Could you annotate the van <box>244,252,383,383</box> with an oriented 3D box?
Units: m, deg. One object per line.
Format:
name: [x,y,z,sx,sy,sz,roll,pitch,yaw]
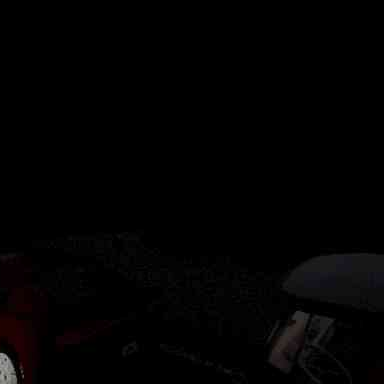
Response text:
van: [2.134,1.345,1.555,3.998,1.788,1.690,0,0,36]

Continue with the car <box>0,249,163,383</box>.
car: [-2.474,1.525,4.843,4.507,1.381,1.887,0,0,36]
